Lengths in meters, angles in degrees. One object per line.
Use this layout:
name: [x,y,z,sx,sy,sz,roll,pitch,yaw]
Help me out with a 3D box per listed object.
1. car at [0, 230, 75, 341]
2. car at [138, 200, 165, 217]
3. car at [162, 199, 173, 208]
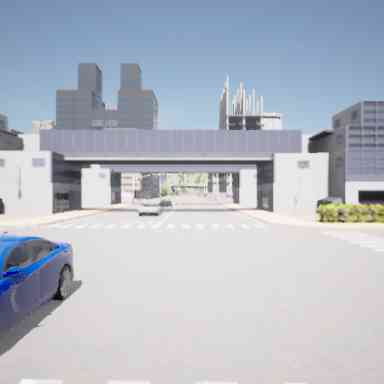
car: [-3.579,1.512,5.614,1.882,1.535,5.008,0,0,-1]
car: [-4.173,1.741,33.451,1.895,1.301,4.718,0,0,0]
car: [-4.183,1.779,53.419,1.994,1.385,4.181,0,0,0]
